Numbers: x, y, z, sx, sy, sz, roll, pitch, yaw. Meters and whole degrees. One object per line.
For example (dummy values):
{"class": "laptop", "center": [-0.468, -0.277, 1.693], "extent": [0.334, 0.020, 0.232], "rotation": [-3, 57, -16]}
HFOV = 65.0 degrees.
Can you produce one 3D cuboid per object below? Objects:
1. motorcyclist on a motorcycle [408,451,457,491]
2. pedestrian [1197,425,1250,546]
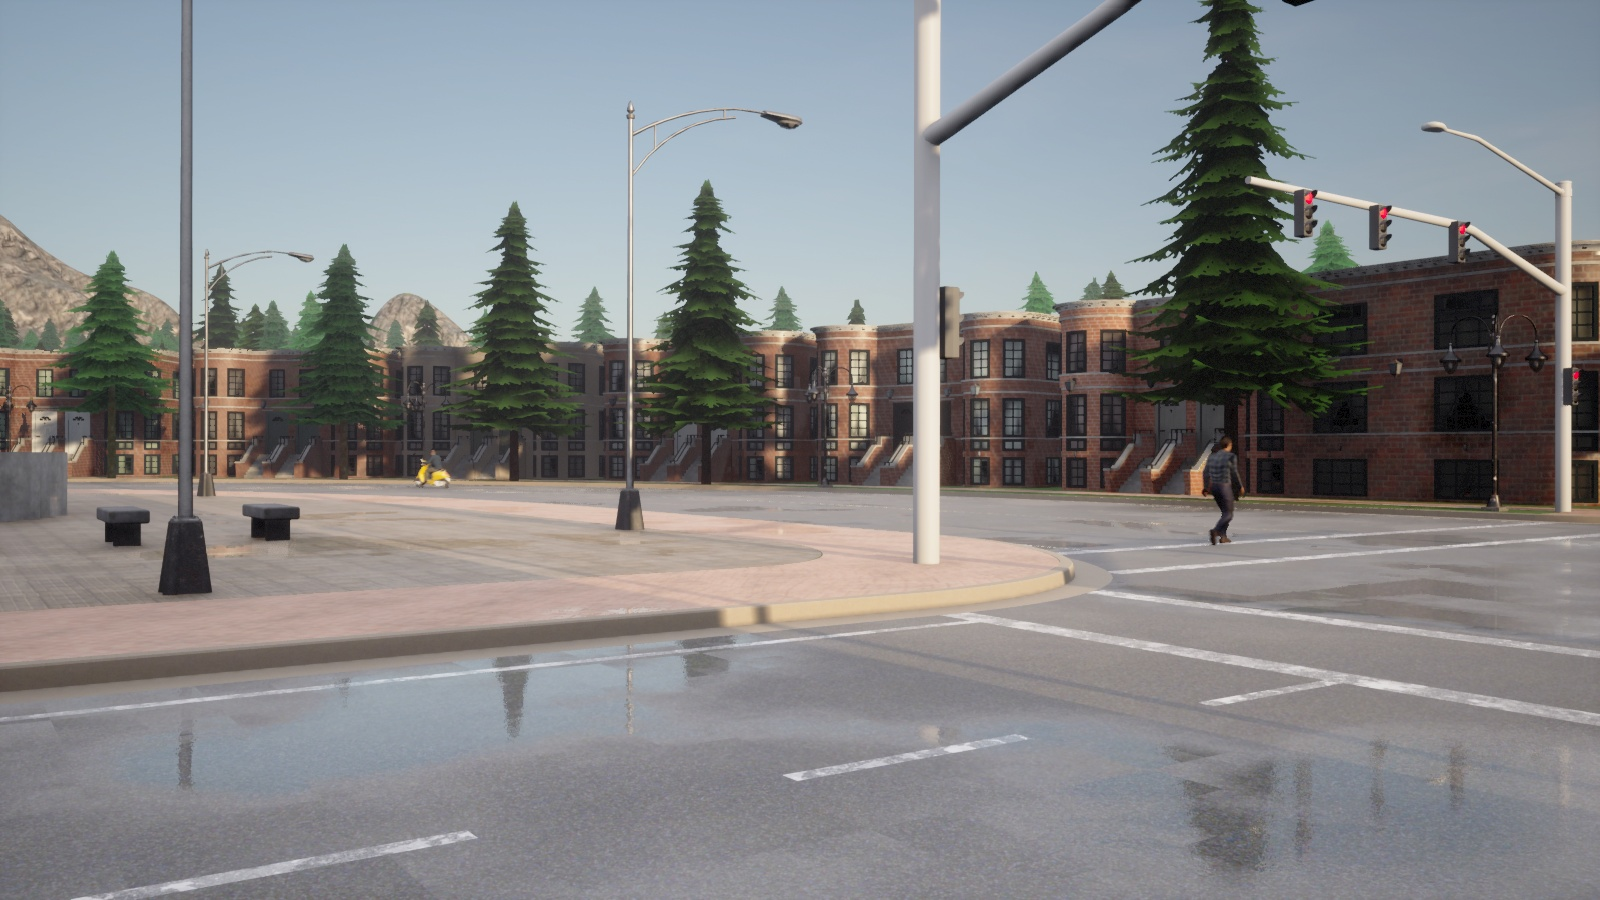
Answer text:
{"class": "motorcyclist on a motorcycle", "center": [-14.990, 0.855, 51.191], "extent": [1.817, 1.590, 0.866], "rotation": [0, 0, 26]}
{"class": "pedestrian", "center": [6.909, 0.569, 20.481], "extent": [0.788, 1.949, 0.423], "rotation": [0, 0, -33]}
